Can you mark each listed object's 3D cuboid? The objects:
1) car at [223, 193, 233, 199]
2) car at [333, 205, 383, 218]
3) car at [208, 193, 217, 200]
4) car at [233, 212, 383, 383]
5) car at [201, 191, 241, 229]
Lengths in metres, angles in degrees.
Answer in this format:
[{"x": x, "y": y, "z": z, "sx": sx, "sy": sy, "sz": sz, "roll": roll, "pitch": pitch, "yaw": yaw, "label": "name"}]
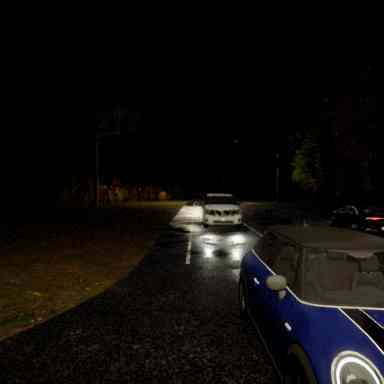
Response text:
[{"x": 9.467, "y": 1.078, "z": 86.841, "sx": 2.033, "sy": 1.411, "sz": 5.357, "roll": 0, "pitch": 0, "yaw": 1, "label": "car"}, {"x": 8.694, "y": 1.401, "z": 17.345, "sx": 2.128, "sy": 1.511, "sz": 4.902, "roll": 0, "pitch": 0, "yaw": 1, "label": "car"}, {"x": 5.088, "y": 1.038, "z": 82.878, "sx": 1.882, "sy": 1.535, "sz": 5.008, "roll": 0, "pitch": 0, "yaw": 8, "label": "car"}, {"x": 1.929, "y": 1.338, "z": 4.220, "sx": 2.097, "sy": 1.767, "sz": 4.553, "roll": 0, "pitch": 0, "yaw": -1, "label": "car"}, {"x": 1.741, "y": 1.106, "z": 20.920, "sx": 2.150, "sy": 2.045, "sz": 5.566, "roll": 0, "pitch": 1, "yaw": 1, "label": "car"}]
